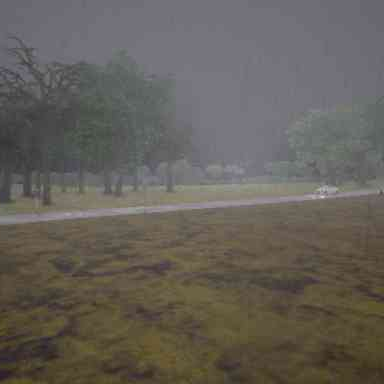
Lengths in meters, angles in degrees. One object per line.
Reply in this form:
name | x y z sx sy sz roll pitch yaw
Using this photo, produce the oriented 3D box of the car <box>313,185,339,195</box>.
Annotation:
car | 20.413 -0.263 50.466 4.674 1.442 1.812 -3 2 -35
